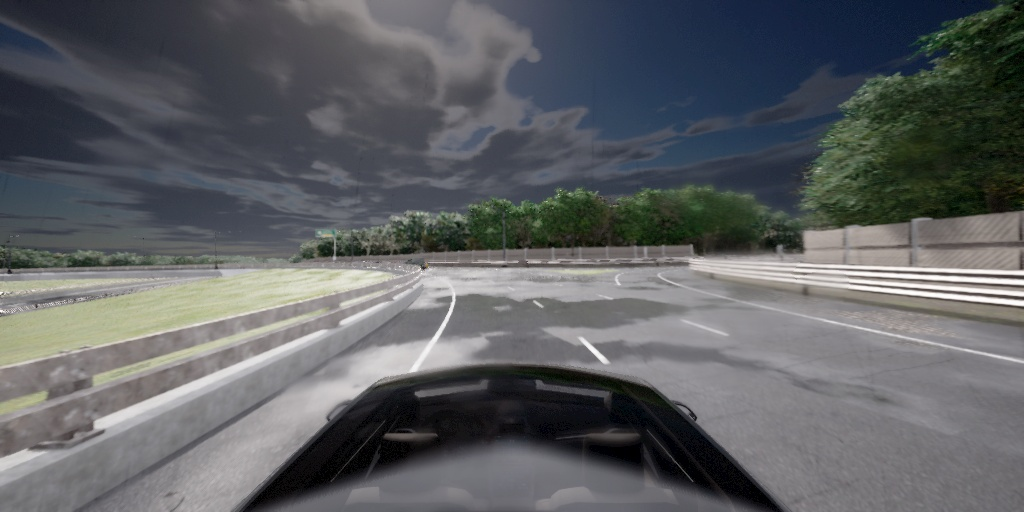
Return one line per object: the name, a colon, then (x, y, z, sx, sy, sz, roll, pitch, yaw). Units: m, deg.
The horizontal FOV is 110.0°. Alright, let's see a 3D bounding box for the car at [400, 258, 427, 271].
car: (-15.343, 1.311, 56.519, 2.150, 2.045, 5.566, -1, 0, -34)
